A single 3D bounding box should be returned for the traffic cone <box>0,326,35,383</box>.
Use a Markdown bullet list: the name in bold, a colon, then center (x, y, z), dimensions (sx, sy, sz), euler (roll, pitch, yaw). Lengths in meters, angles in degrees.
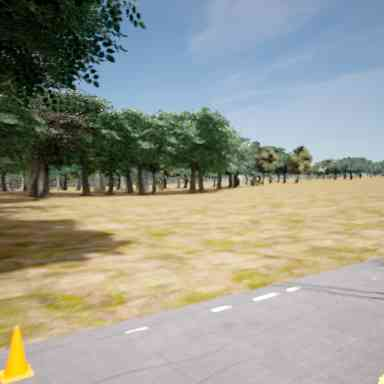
- **traffic cone**: center (-2.162, 1.957, 4.108), dimensions (0.340, 0.580, 0.340), euler (0, 0, -35)
